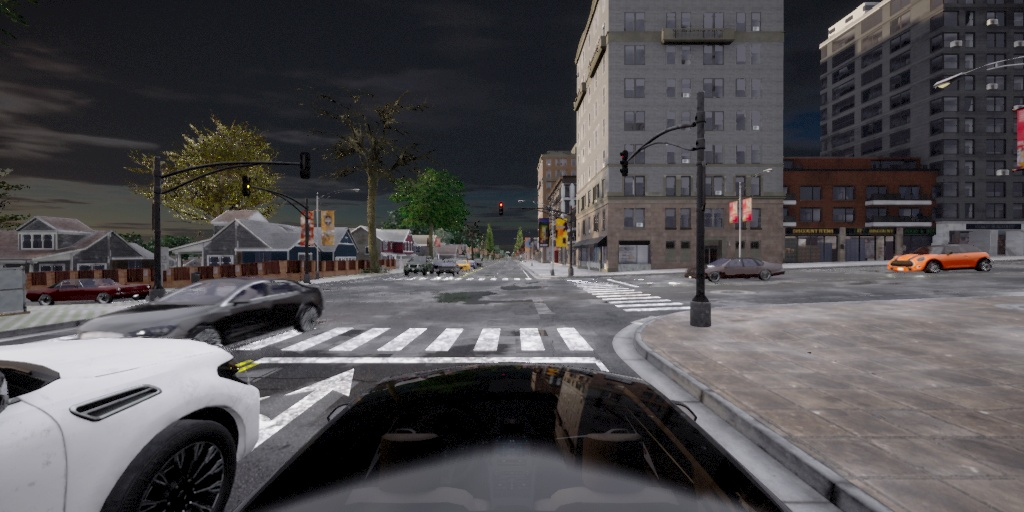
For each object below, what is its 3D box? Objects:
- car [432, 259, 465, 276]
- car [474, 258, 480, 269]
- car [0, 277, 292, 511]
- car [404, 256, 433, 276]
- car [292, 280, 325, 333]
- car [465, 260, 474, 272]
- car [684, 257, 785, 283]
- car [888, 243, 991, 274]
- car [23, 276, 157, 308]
[{"bbox_3d":[-6.630,1.329,37.895,2.033,1.411,5.357,0,0,0],"label":"car"},{"bbox_3d":[-6.640,1.353,57.024,1.812,1.442,4.674,0,0,0],"label":"car"},{"bbox_3d":[-3.145,0.972,0.552,2.150,2.045,5.566,0,0,0],"label":"car"},{"bbox_3d":[-9.876,1.004,38.588,2.150,2.045,5.566,0,0,0],"label":"car"},{"bbox_3d":[-6.344,1.249,8.090,2.128,1.511,4.902,0,0,5],"label":"car"},{"bbox_3d":[-6.638,1.278,47.687,1.882,1.535,5.008,0,0,0],"label":"car"},{"bbox_3d":[13.507,0.800,21.887,5.357,1.411,2.033,-2,0,0],"label":"car"},{"bbox_3d":[25.976,0.129,21.927,4.553,1.767,2.097,-2,0,0],"label":"car"},{"bbox_3d":[-21.639,1.812,18.530,4.718,1.301,1.895,-2,0,0],"label":"car"}]
